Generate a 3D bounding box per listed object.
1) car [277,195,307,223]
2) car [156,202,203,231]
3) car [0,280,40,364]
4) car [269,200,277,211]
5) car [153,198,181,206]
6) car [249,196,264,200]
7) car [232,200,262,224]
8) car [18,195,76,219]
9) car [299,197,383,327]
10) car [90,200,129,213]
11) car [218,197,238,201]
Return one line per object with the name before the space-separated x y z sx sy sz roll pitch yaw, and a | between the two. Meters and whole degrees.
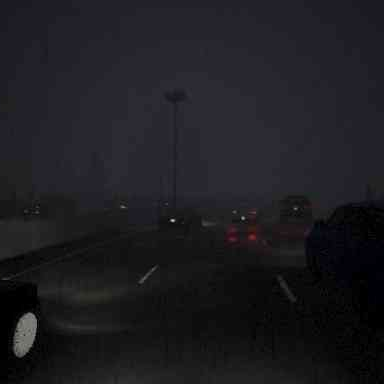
car | 8.025 1.254 25.629 2.150 2.045 5.566 0 0 18
car | -0.608 1.581 20.711 1.994 1.385 4.181 0 0 13
car | -3.188 1.469 2.833 1.882 1.535 5.008 0 0 2
car | 11.071 1.629 41.280 2.033 1.411 5.357 0 0 29
car | -2.655 1.422 37.220 2.097 1.767 4.553 0 0 23
car | 13.383 1.611 68.549 1.994 1.385 4.181 0 -1 42
car | 4.150 1.555 24.869 1.812 1.442 4.674 0 0 17
car | -12.808 1.255 29.902 2.150 2.045 5.566 0 0 17
car | 4.072 1.231 7.074 2.150 2.045 5.566 0 0 5
car | -8.061 1.541 32.964 2.128 1.511 4.902 0 0 20
car | 7.252 1.777 66.855 2.033 1.411 5.357 0 0 39
